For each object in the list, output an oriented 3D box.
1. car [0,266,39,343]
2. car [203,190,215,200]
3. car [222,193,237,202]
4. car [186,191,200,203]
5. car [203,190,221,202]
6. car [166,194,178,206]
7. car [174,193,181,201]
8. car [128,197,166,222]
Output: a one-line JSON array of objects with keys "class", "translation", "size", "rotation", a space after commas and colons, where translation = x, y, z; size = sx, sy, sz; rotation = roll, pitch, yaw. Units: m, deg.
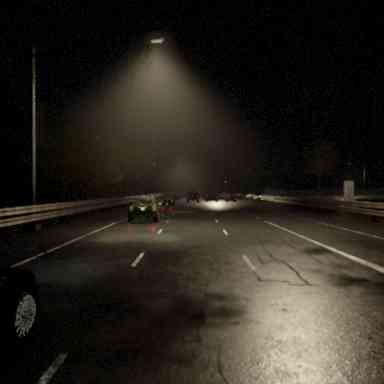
[{"class": "car", "translation": [-3.398, 1.469, 3.501], "size": [2.128, 1.511, 4.902], "rotation": [0, 0, 0]}, {"class": "car", "translation": [3.574, 0.614, 71.088], "size": [2.150, 2.045, 5.566], "rotation": [0, 0, 0]}, {"class": "car", "translation": [7.064, 1.214, 61.084], "size": [1.895, 1.301, 4.718], "rotation": [0, 0, 0]}, {"class": "car", "translation": [0.159, 0.856, 58.184], "size": [2.150, 2.045, 5.566], "rotation": [0, 1, 0]}, {"class": "car", "translation": [3.564, 0.966, 61.026], "size": [2.097, 1.767, 4.553], "rotation": [0, 0, 0]}, {"class": "car", "translation": [-3.353, 1.303, 47.052], "size": [1.895, 1.301, 4.718], "rotation": [0, 0, 0]}, {"class": "car", "translation": [-3.426, 1.034, 71.481], "size": [1.882, 1.535, 5.008], "rotation": [0, 0, 0]}, {"class": "car", "translation": [-3.376, 1.194, 24.894], "size": [2.097, 1.767, 4.553], "rotation": [0, 0, 0]}]
